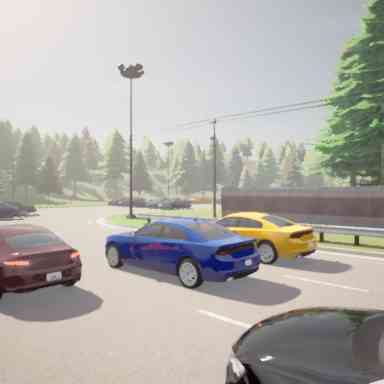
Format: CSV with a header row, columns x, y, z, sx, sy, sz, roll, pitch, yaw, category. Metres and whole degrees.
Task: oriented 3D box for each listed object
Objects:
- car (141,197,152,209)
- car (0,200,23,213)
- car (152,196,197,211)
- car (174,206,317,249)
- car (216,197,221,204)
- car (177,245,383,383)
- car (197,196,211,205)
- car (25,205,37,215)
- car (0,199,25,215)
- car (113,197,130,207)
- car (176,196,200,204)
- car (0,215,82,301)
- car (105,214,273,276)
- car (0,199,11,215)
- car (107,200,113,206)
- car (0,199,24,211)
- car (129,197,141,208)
x,y,z,sx,sy,sz,roll,pitch,yaw,category
-4.056,1.510,44.247,1.812,1.442,4.674,0,0,43,car
-21.147,1.582,36.040,1.895,1.301,4.718,0,0,43,car
-2.128,1.477,41.172,2.128,1.511,4.902,0,0,43,car
1.849,1.474,11.929,5.008,1.535,1.882,0,0,43,car
6.073,1.473,60.351,2.128,1.511,4.902,0,0,43,car
2.411,1.492,1.990,4.902,1.511,2.128,0,0,42,car
1.364,1.457,60.432,1.882,1.535,5.008,0,0,43,car
-17.063,1.532,30.142,2.033,1.411,5.357,0,0,43,car
-16.069,1.512,26.057,1.812,1.442,4.674,0,0,43,car
-8.738,1.471,49.495,2.128,1.511,4.902,0,0,43,car
-0.785,1.503,63.237,1.812,1.442,4.674,0,0,43,car
-4.455,1.521,8.214,4.674,1.442,1.812,0,0,42,car
-0.514,1.474,9.347,5.008,1.535,1.882,0,0,43,car
-20.303,1.460,31.791,1.882,1.535,5.008,0,0,43,car
-11.128,1.542,52.065,1.994,1.385,4.181,0,0,43,car
-22.976,1.527,39.220,2.033,1.411,5.357,0,0,43,car
-6.073,1.583,47.226,1.895,1.301,4.718,0,0,43,car
